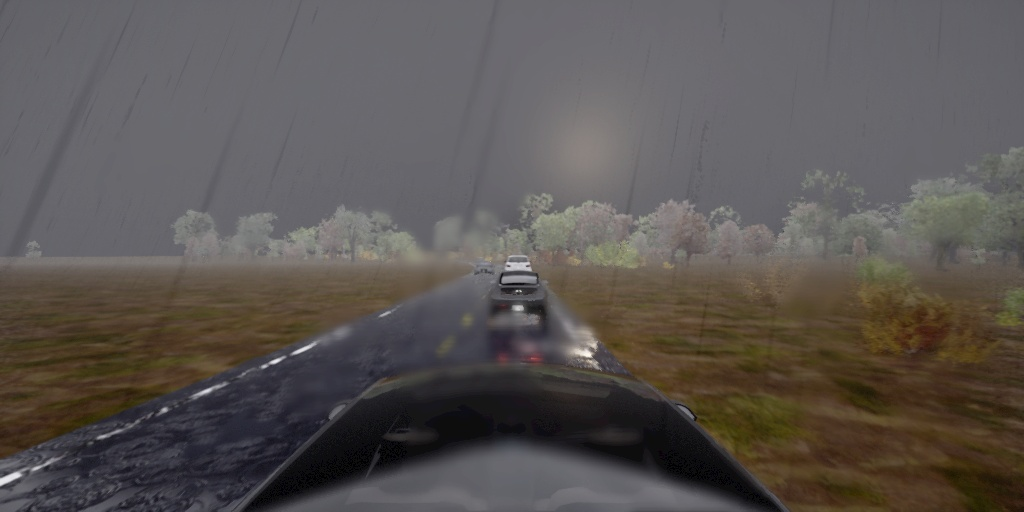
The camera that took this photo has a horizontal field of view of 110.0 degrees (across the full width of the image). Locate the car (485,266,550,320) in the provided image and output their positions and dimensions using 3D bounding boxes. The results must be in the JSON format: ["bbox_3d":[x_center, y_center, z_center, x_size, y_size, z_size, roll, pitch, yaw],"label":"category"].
[{"bbox_3d":[0.259,1.254,12.563,1.837,1.490,4.892,0,0,1],"label":"car"}]

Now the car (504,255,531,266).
[{"bbox_3d":[0.482,0.972,31.809,2.150,2.045,5.566,0,0,0],"label":"car"}]

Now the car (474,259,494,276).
[{"bbox_3d":[-2.839,1.311,37.605,1.994,1.385,4.181,0,0,-2],"label":"car"}]
